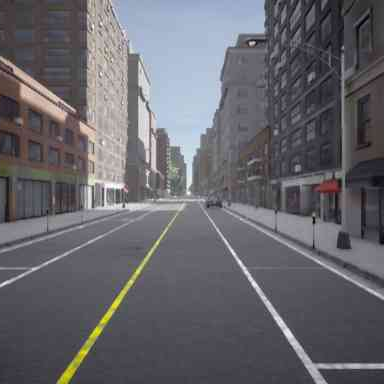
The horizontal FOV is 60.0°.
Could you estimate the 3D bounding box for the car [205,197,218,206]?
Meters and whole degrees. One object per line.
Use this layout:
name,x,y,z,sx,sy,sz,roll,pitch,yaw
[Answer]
car,3.149,1.537,54.733,1.812,1.442,4.674,0,0,0

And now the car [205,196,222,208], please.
car,3.113,1.355,47.703,2.097,1.767,4.553,0,0,0
